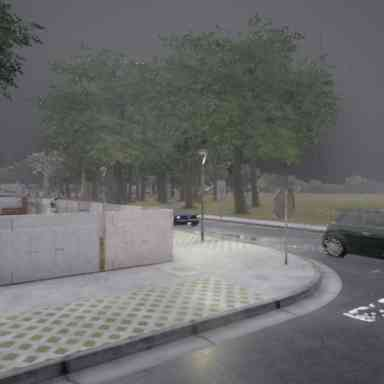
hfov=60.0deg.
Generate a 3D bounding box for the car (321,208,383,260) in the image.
[{"bbox_3d":[6.538,1.343,10.434,2.097,1.767,4.553,0,0,-35],"label":"car"}]

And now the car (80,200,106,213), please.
[{"bbox_3d":[-9.601,1.495,33.225,2.033,1.411,5.357,0,0,-35],"label":"car"}]

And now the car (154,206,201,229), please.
[{"bbox_3d":[-1.436,1.571,21.692,1.895,1.301,4.718,0,0,-35],"label":"car"}]

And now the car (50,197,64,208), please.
[{"bbox_3d":[-18.673,1.449,46.185,1.812,1.442,4.674,0,0,-35],"label":"car"}]
